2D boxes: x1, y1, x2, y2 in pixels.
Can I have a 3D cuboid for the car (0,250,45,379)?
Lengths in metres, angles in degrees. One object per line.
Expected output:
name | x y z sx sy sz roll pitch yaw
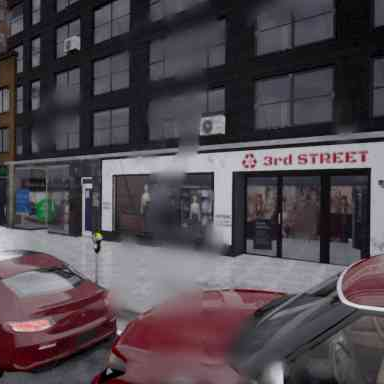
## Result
car | -2.953 1.581 5.167 4.206 1.307 1.802 0 1 35

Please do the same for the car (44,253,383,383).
car | 1.601 1.315 1.932 5.009 1.841 2.192 0 1 35
